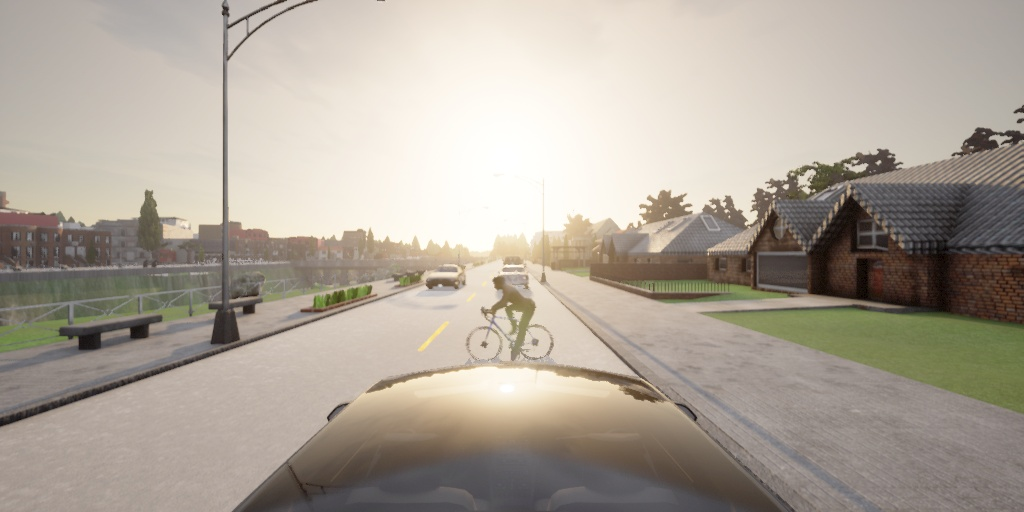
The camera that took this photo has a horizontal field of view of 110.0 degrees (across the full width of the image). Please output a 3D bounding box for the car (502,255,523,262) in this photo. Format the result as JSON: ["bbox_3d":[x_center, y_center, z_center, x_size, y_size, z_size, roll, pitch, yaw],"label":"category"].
[{"bbox_3d":[0.061,0.953,40.778,2.150,2.045,5.566,0,0,0],"label":"car"}]

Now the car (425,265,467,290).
[{"bbox_3d":[-4.031,1.287,22.815,2.033,1.411,5.357,0,0,0],"label":"car"}]

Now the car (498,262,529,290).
[{"bbox_3d":[0.093,1.287,22.451,2.033,1.411,5.357,0,0,0],"label":"car"}]

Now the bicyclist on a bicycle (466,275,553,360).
[{"bbox_3d":[-0.057,1.190,6.773,1.656,1.620,0.582,-2,0,0],"label":"bicyclist on a bicycle"}]
